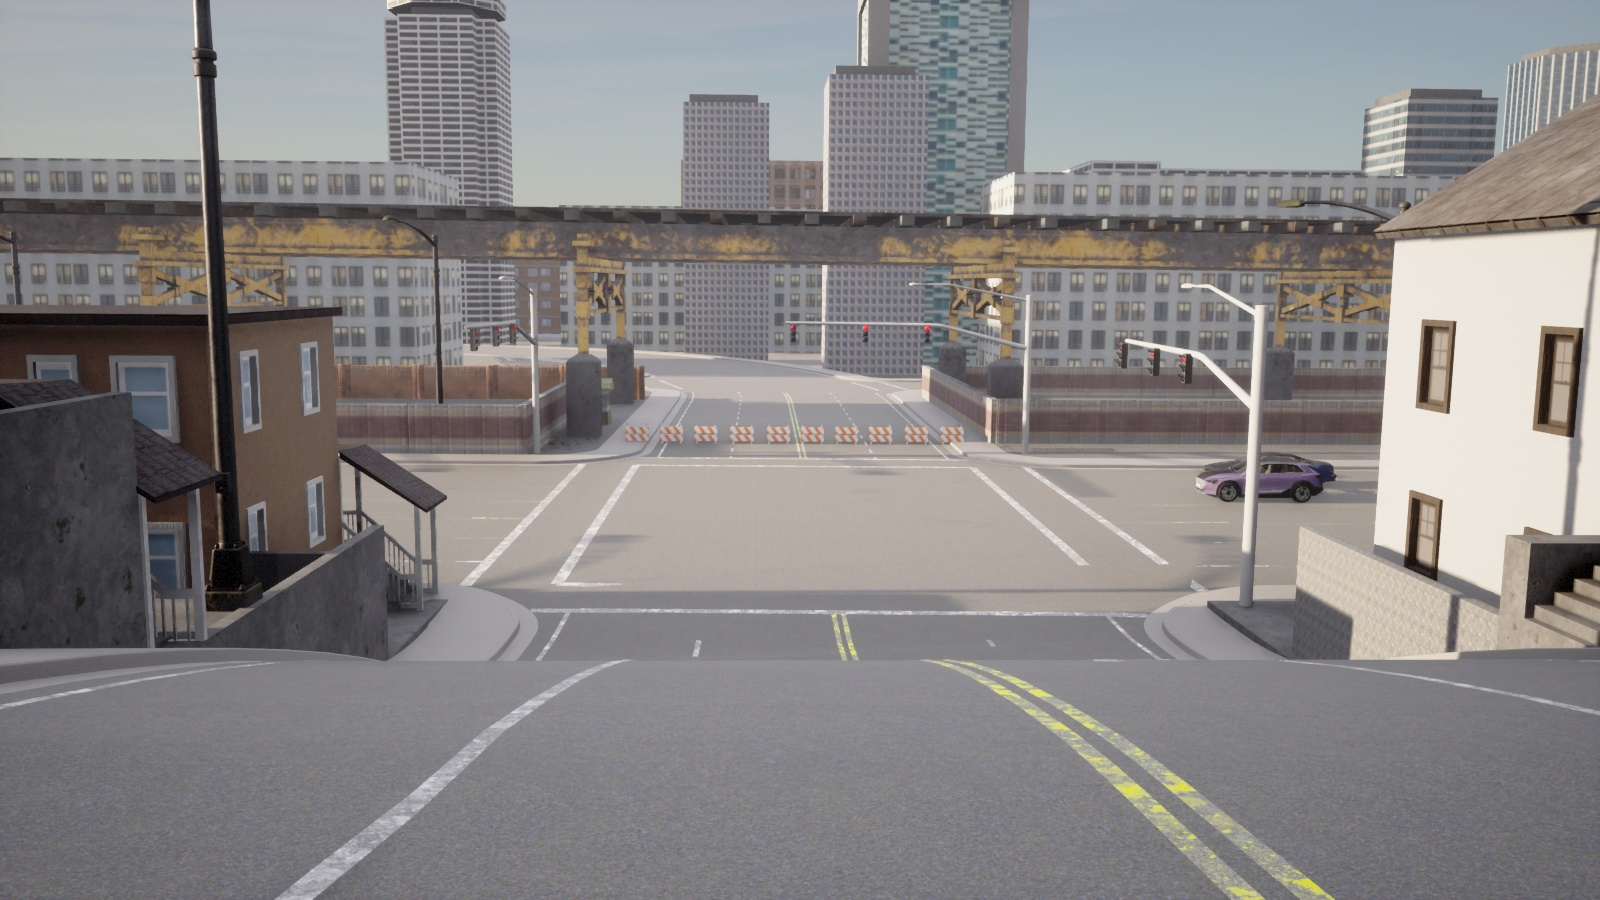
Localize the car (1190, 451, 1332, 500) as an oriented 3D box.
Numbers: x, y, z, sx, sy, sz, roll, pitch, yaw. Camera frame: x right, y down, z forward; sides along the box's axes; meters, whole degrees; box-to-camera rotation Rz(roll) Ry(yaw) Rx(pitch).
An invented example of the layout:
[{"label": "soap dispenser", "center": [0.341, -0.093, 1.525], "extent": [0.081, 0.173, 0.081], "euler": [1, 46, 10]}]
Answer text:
[{"label": "car", "center": [18.344, 0.990, 50.132], "extent": [4.856, 1.649, 2.033], "euler": [0, 8, 0]}]

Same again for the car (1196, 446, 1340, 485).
[{"label": "car", "center": [19.932, 0.643, 53.633], "extent": [5.357, 1.411, 2.033], "euler": [0, 8, 0]}]
